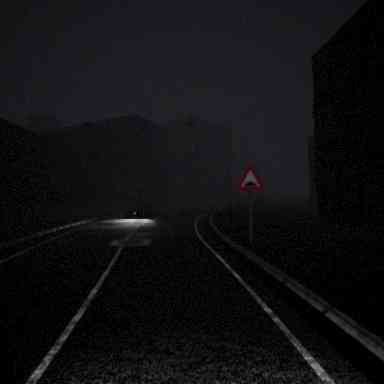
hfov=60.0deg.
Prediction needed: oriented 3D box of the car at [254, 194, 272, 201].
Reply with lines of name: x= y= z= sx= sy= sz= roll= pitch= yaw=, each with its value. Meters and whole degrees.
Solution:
car: x=13.979 y=1.144 z=65.291 sx=1.812 sy=1.442 sz=4.674 roll=-5 pitch=-3 yaw=44

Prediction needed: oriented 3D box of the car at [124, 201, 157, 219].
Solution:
car: x=-4.341 y=1.498 z=28.643 sx=1.994 sy=1.385 sz=4.181 roll=-1 pitch=0 yaw=7
